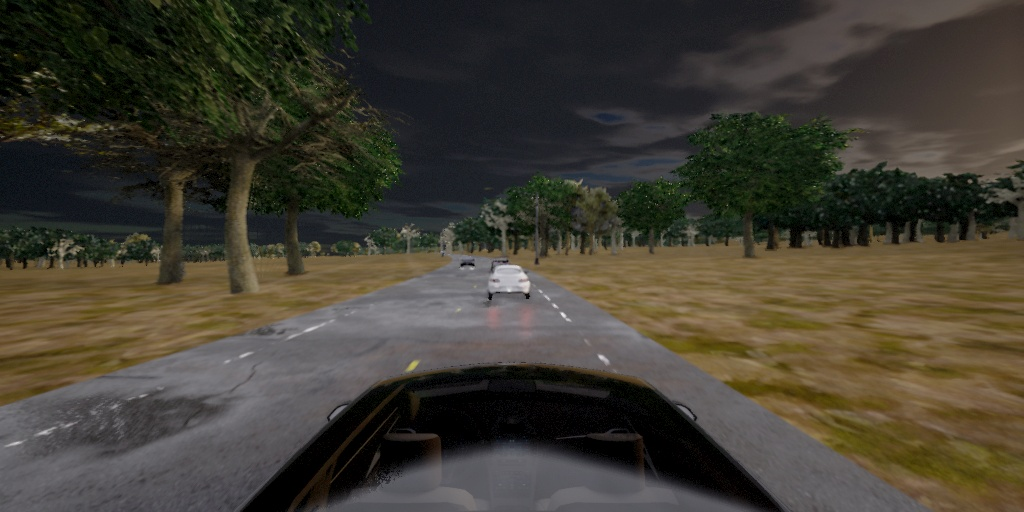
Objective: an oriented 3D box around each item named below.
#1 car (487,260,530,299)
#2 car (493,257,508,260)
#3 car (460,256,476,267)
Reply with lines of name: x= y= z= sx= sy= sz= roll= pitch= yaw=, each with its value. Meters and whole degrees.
car: x=-0.183 y=1.115 z=16.836 sx=1.812 sy=1.442 sz=4.674 roll=0 pitch=1 yaw=-2
car: x=-1.137 y=0.807 z=35.719 sx=2.128 sy=1.511 sz=4.902 roll=0 pitch=1 yaw=-4
car: x=-5.637 y=0.694 z=46.246 sx=2.033 sy=1.411 sz=5.357 roll=0 pitch=1 yaw=-5
